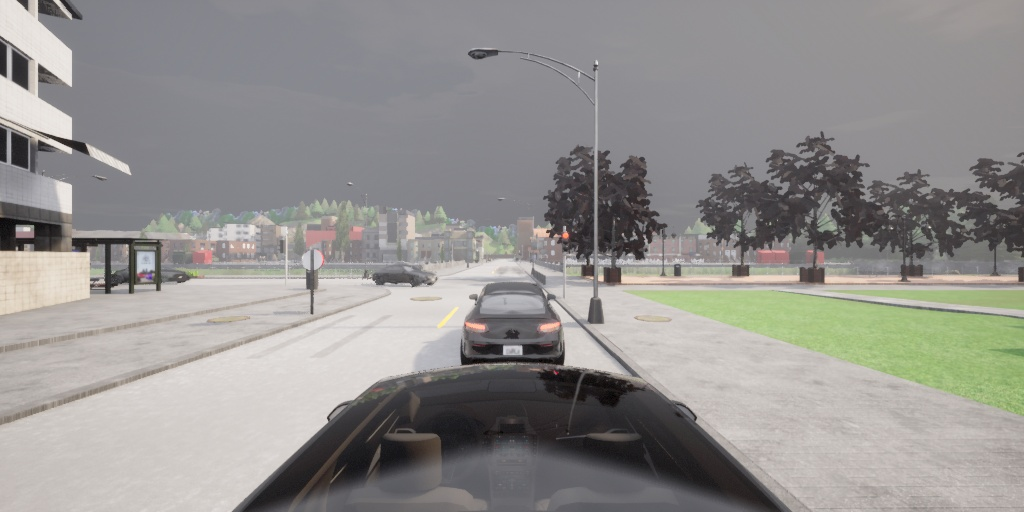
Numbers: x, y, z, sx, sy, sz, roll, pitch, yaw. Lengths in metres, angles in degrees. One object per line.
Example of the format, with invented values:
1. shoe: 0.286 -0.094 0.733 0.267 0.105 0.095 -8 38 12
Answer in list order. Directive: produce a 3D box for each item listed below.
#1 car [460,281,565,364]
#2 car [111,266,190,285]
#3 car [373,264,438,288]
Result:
1. car: 0.009 1.276 7.781 1.812 1.442 4.674 0 0 0
2. car: -25.380 1.314 25.273 4.181 1.385 1.994 0 0 0
3. car: -7.141 1.275 23.894 4.674 1.442 1.812 0 -1 24
